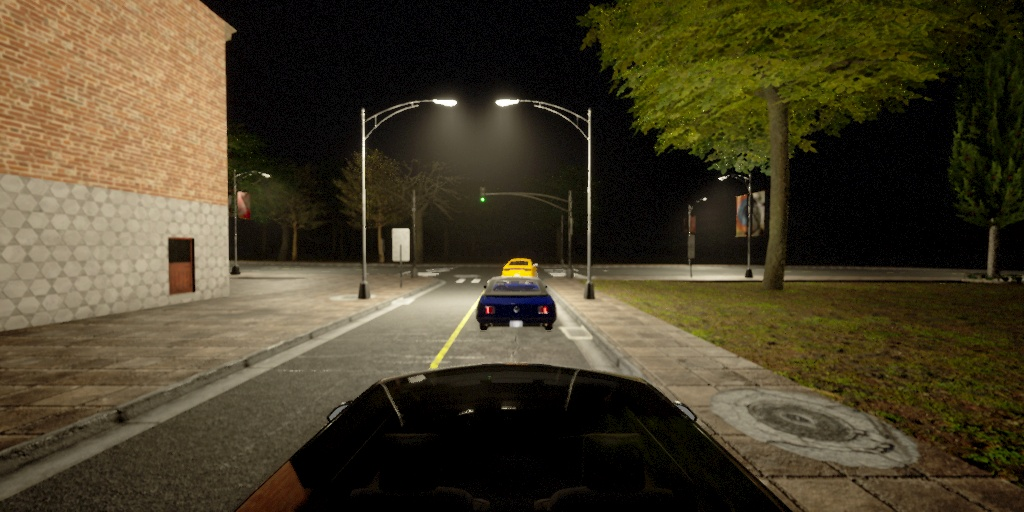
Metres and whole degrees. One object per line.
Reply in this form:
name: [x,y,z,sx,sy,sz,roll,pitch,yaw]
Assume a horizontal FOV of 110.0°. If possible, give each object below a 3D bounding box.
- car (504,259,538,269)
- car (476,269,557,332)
car: [0.619,0.931,23.170,1.882,1.535,5.008,0,1,7]
car: [0.101,1.226,10.356,1.895,1.301,4.718,0,1,0]
